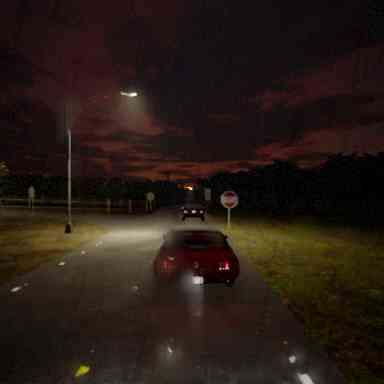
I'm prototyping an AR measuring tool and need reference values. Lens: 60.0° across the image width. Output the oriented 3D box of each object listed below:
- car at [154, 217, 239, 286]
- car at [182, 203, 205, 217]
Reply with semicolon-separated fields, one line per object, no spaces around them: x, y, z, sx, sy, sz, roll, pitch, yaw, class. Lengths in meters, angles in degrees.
0.098;1.635;9.460;1.895;1.301;4.718;0;0;0;car
0.127;1.644;28.794;2.033;1.411;5.357;1;-1;0;car
